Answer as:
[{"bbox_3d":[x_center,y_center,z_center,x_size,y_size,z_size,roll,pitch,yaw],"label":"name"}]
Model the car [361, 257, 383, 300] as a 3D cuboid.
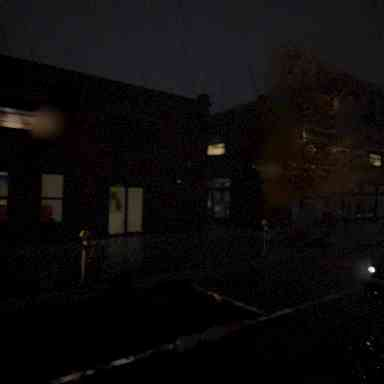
[{"bbox_3d":[5.790,1.671,7.382,4.718,1.301,1.895,1,0,-35],"label":"car"}]
